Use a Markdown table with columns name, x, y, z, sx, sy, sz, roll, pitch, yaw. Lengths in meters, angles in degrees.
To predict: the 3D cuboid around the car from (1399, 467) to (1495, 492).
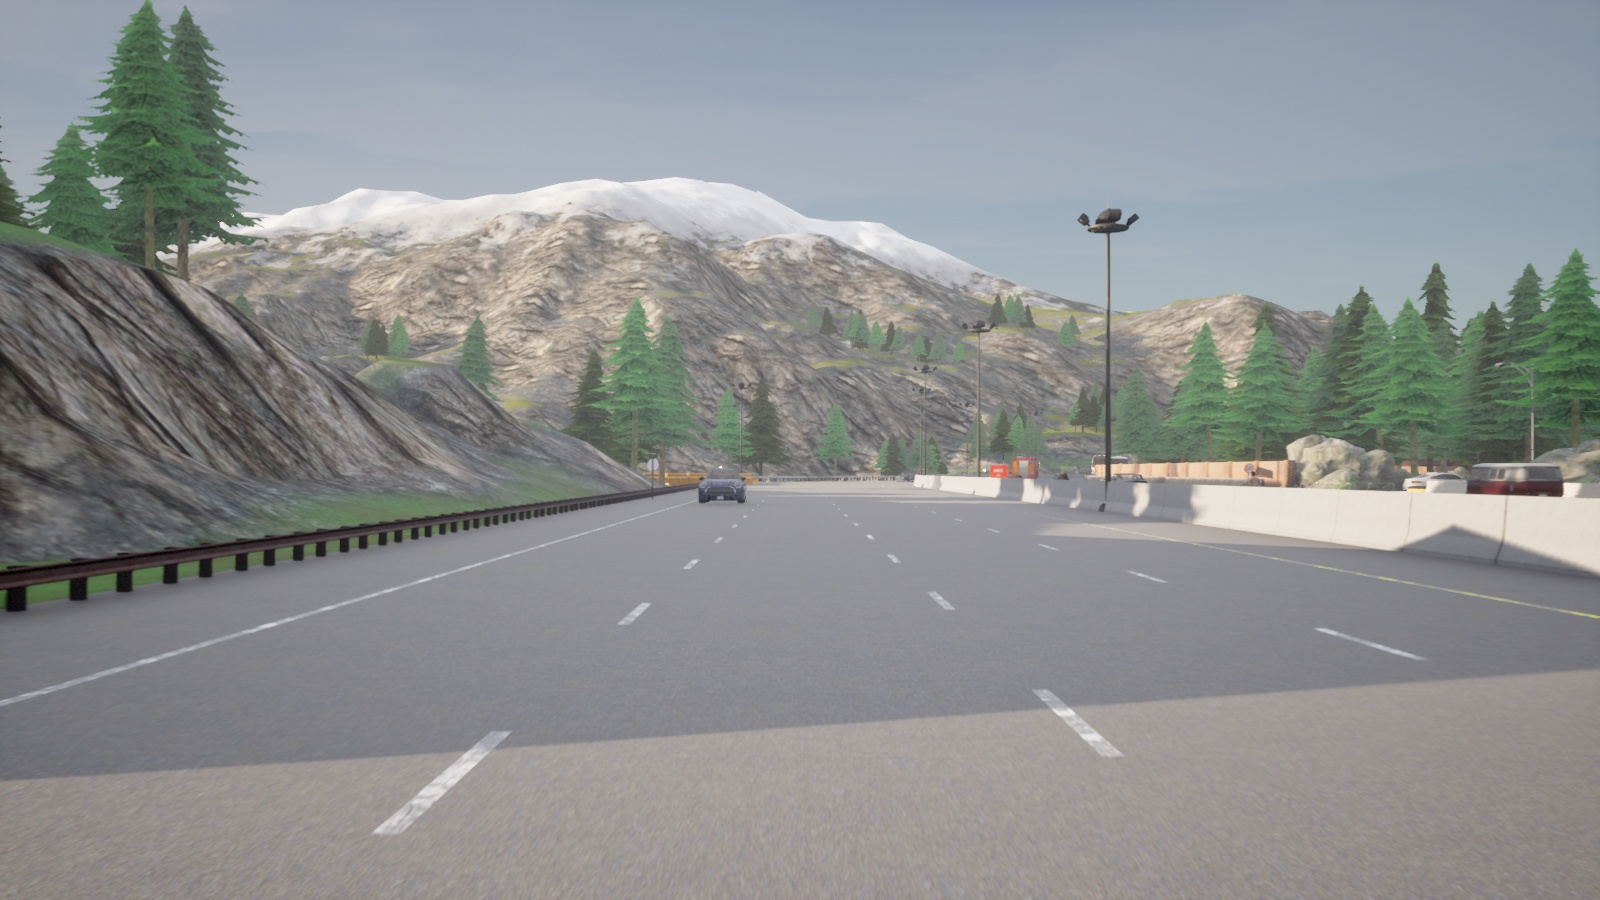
| name | x | y | z | sx | sy | sz | roll | pitch | yaw |
| --- | --- | --- | --- | --- | --- | --- | --- | --- | --- |
| car | 38.129 | 1.728 | 74.056 | 4.674 | 1.442 | 1.812 | 0 | -1 | 0 |

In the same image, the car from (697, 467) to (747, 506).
| name | x | y | z | sx | sy | sz | roll | pitch | yaw |
| --- | --- | --- | --- | --- | --- | --- | --- | --- | --- |
| car | -3.644 | 1.683 | 59.504 | 2.097 | 1.767 | 4.553 | 0 | -1 | 0 |

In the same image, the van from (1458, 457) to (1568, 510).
| name | x | y | z | sx | sy | sz | roll | pitch | yaw |
| --- | --- | --- | --- | --- | --- | --- | --- | --- | --- |
| van | 27.880 | 1.281 | 49.286 | 1.775 | 1.987 | 4.442 | 0 | -1 | 0 |

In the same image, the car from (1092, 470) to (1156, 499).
| name | x | y | z | sx | sy | sz | roll | pitch | yaw |
| --- | --- | --- | --- | --- | --- | --- | --- | --- | --- |
| car | 17.337 | 1.830 | 67.395 | 2.128 | 1.511 | 4.902 | 0 | -1 | 0 |
